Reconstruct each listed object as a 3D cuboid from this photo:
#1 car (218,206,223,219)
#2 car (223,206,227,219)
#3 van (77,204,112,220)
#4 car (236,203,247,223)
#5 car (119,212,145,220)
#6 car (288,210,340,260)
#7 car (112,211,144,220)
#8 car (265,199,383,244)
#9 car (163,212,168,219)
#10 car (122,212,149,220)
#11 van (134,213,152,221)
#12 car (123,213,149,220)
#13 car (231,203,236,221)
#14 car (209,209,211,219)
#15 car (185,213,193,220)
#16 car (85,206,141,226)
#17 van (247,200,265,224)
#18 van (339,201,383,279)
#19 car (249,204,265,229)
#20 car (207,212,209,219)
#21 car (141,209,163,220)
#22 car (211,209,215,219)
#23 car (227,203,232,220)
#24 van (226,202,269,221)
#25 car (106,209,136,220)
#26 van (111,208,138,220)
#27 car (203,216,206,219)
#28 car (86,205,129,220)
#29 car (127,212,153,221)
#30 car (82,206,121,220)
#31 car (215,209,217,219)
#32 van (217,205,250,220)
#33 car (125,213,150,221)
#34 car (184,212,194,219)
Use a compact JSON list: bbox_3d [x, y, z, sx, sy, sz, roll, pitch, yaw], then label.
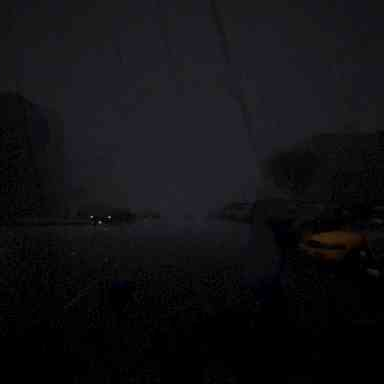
[{"bbox_3d":[6.184,2.669,40.734,4.792,1.488,2.163,2,-4,-21],"label":"car"},{"bbox_3d":[6.277,2.266,34.898,5.008,1.535,2.097,2,-4,-20],"label":"car"},{"bbox_3d":[-11.485,2.385,39.919,4.442,1.987,1.878,1,-4,-21],"label":"van"},{"bbox_3d":[6.346,1.858,26.132,4.892,1.521,2.231,2,-2,-20],"label":"car"},{"bbox_3d":[-11.953,4.847,66.714,4.792,1.488,2.163,1,-6,-21],"label":"car"},{"bbox_3d":[6.232,1.562,11.421,5.366,1.575,1.946,1,0,-20],"label":"car"},{"bbox_3d":[-11.706,4.282,60.813,5.366,1.575,1.946,1,-6,-21],"label":"car"},{"bbox_3d":[6.375,1.339,14.414,5.566,2.045,2.435,1,-1,-20],"label":"car"},{"bbox_3d":[-5.541,4.485,63.200,2.128,1.511,4.902,0,-5,0],"label":"car"},{"bbox_3d":[-11.864,5.092,69.749,5.366,1.575,1.946,1,-6,-21],"label":"car"},{"bbox_3d":[-12.459,6.341,84.548,4.442,1.987,1.878,1,-6,-21],"label":"van"},{"bbox_3d":[-12.265,5.369,72.593,5.366,1.575,1.946,1,-6,-21],"label":"car"},{"bbox_3d":[6.490,1.976,29.125,5.366,1.575,1.946,2,-3,-20],"label":"car"},{"bbox_3d":[5.948,3.899,58.295,4.553,1.767,2.185,3,-5,-21],"label":"car"},{"bbox_3d":[-0.795,5.694,77.606,1.812,1.442,4.674,0,-6,-1],"label":"car"},{"bbox_3d":[-6.149,1.994,26.526,1.895,1.301,4.718,-1,-2,16],"label":"car"},{"bbox_3d":[6.468,1.538,23.258,4.442,1.987,1.878,2,-3,-20],"label":"van"},{"bbox_3d":[6.306,1.319,8.507,4.442,1.987,1.878,1,0,-20],"label":"van"},{"bbox_3d":[6.364,1.684,20.289,4.892,1.521,2.231,1,-2,-20],"label":"car"},{"bbox_3d":[5.925,4.279,61.212,4.892,1.521,2.231,3,-6,-21],"label":"car"},{"bbox_3d":[-5.340,3.007,44.396,1.994,1.385,4.181,0,-4,-1],"label":"car"},{"bbox_3d":[6.071,3.540,52.444,5.008,1.535,2.097,3,-5,-21],"label":"car"},{"bbox_3d":[6.301,2.110,31.975,4.892,1.521,2.231,2,-3,-20],"label":"car"},{"bbox_3d":[6.354,2.223,37.879,4.442,1.987,1.878,2,-4,-20],"label":"van"},{"bbox_3d":[-11.755,3.646,54.796,4.553,1.767,2.185,1,-5,-21],"label":"car"},{"bbox_3d":[-11.726,3.799,57.827,4.442,1.987,1.878,1,-5,-21],"label":"van"},{"bbox_3d":[5.859,4.552,67.095,5.566,2.045,2.435,3,-6,-21],"label":"car"},{"bbox_3d":[-11.646,2.804,45.866,5.566,2.045,2.435,1,-5,-21],"label":"car"},{"bbox_3d":[-12.243,5.709,78.626,5.566,2.045,2.435,1,-6,-21],"label":"car"},{"bbox_3d":[-11.660,2.700,42.844,4.553,1.767,2.185,1,-5,-21],"label":"car"},{"bbox_3d":[6.146,3.118,46.590,4.674,1.452,2.002,2,-5,-21],"label":"car"},{"bbox_3d":[6.215,3.086,49.579,4.442,1.987,1.878,2,-5,-21],"label":"van"},{"bbox_3d":[-12.328,5.657,75.570,5.366,1.575,1.946,1,-6,-21],"label":"car"},{"bbox_3d":[-0.590,4.821,67.170,1.882,1.535,5.008,0,-5,-1],"label":"car"}]
